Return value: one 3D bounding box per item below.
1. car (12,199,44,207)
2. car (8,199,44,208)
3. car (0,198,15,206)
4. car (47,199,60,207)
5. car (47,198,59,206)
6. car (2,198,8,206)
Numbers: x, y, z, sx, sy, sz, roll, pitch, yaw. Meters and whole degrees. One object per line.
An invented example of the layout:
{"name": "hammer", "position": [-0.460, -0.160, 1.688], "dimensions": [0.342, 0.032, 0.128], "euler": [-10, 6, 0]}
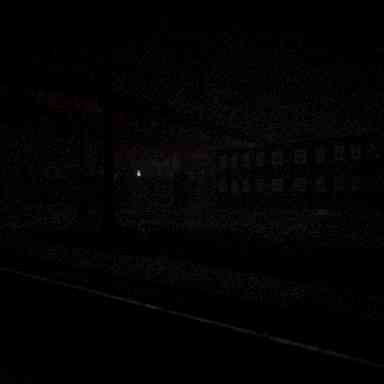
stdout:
{"name": "car", "position": [-27.041, 1.752, 54.906], "dimensions": [4.536, 1.218, 1.853], "euler": [0, 0, 7]}
{"name": "car", "position": [-26.989, 1.909, 54.899], "dimensions": [4.974, 1.542, 2.038], "euler": [0, 0, 7]}
{"name": "car", "position": [-40.341, 2.076, 69.927], "dimensions": [4.974, 1.542, 2.038], "euler": [0, 0, 2]}
{"name": "car", "position": [-23.460, 1.891, 56.113], "dimensions": [2.038, 1.542, 4.974], "euler": [0, 0, -23]}
{"name": "car", "position": [-23.482, 1.734, 56.161], "dimensions": [1.853, 1.218, 4.536], "euler": [0, 0, -23]}
{"name": "car", "position": [-40.290, 1.918, 69.927], "dimensions": [4.536, 1.218, 1.853], "euler": [0, 0, 2]}
